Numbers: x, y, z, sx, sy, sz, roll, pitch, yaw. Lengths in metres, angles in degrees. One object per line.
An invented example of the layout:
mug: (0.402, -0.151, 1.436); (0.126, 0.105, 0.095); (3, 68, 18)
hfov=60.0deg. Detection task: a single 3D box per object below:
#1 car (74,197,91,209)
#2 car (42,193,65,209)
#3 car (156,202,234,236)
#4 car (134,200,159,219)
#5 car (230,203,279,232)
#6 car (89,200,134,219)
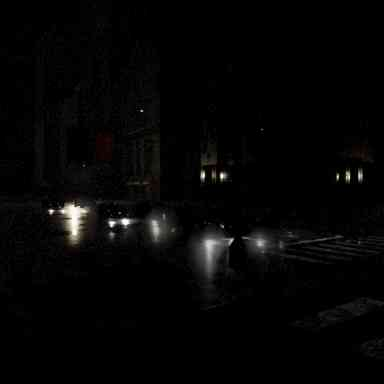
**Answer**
car: (-14.397, 1.465, 44.969); (1.882, 1.535, 5.008); (0, 0, -35)
car: (-19.439, 1.205, 46.526); (2.150, 2.045, 5.566); (0, 0, -35)
car: (0.142, 1.501, 18.721); (1.837, 1.490, 4.892); (0, 0, -35)
car: (-3.640, 1.463, 29.686); (1.882, 1.535, 5.008); (0, 0, -35)
car: (2.975, 1.468, 20.340); (1.882, 1.535, 5.008); (0, 0, -37)
car: (-7.078, 1.554, 28.918); (1.994, 1.385, 4.181); (0, 0, -35)
